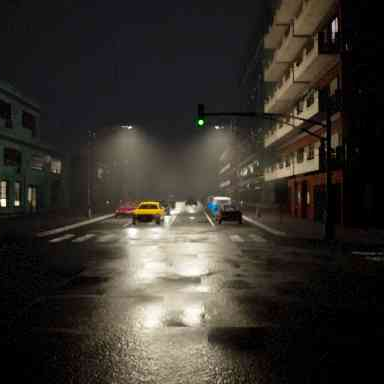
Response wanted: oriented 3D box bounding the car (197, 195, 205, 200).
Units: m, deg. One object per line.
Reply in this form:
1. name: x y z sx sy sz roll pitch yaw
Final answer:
1. car: 2.537 1.570 91.465 2.008 1.369 4.403 1 0 0

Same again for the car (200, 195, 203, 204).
1. car: 2.607 1.558 52.568 1.752 1.417 4.829 1 0 0

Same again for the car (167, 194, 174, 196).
1. car: -5.833 1.588 85.827 1.947 1.339 4.313 1 0 0

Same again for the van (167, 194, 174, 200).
1. van: -5.839 1.360 91.407 1.690 1.788 3.998 1 0 0

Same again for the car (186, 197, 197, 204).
1. car: -0.118 1.596 64.398 1.994 1.385 4.181 0 0 0

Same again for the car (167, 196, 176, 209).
1. car: -3.170 1.632 44.517 1.895 1.301 4.718 0 0 0

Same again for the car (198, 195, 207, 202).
1. car: 2.558 1.570 80.303 1.887 1.381 4.507 1 0 0

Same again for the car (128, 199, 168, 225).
1. car: -3.132 1.499 24.539 1.882 1.535 5.008 0 0 0

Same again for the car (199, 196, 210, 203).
1. car: 2.577 1.597 69.141 1.947 1.339 4.313 1 0 0

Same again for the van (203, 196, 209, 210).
1. van: 2.631 1.371 41.238 1.690 1.788 3.998 1 0 0

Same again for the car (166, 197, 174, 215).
1. car: -3.150 1.532 34.251 1.837 1.490 4.892 0 0 0

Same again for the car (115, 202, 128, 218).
1. car: -5.733 1.606 30.025 1.802 1.307 4.206 1 0 0

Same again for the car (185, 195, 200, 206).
1. car: -0.098 1.597 54.357 1.994 1.385 4.181 0 0 0

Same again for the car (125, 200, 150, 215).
1. car: -5.743 1.572 35.605 1.887 1.381 4.507 1 0 0

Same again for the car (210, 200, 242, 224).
1. car: 2.658 1.572 24.496 2.008 1.369 4.403 1 0 0

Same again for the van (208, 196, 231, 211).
1. van: 2.650 1.366 30.075 1.690 1.788 3.998 1 0 0
